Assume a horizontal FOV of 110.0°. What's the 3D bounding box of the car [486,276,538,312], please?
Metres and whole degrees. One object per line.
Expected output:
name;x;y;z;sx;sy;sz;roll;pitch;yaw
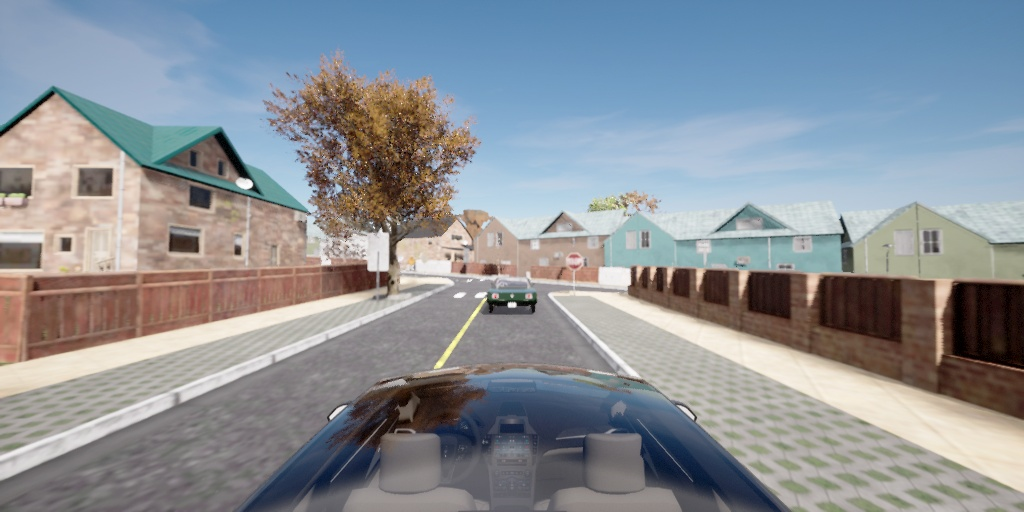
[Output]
car;0.029;1.505;15.115;1.895;1.301;4.718;0;-1;1

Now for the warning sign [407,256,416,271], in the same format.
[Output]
warning sign;-12.261;0.916;43.828;1.060;1.860;1.300;0;0;32
